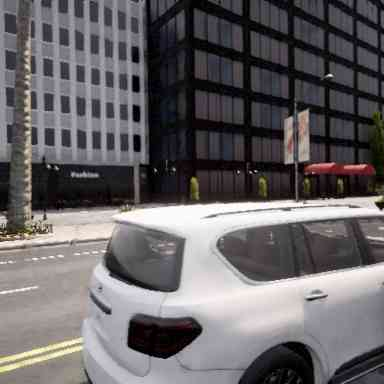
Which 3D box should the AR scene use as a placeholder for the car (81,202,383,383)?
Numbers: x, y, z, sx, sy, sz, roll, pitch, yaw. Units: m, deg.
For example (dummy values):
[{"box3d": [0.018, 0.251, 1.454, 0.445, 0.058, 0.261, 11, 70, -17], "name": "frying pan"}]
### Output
[{"box3d": [1.470, 1.146, 4.361, 5.566, 2.045, 2.150, -1, 1, -31], "name": "car"}]
